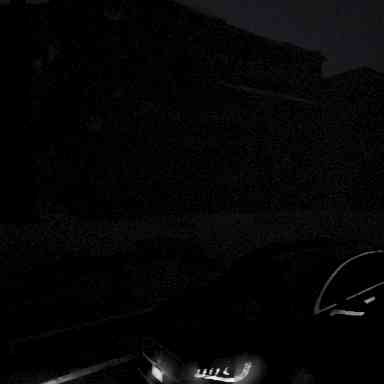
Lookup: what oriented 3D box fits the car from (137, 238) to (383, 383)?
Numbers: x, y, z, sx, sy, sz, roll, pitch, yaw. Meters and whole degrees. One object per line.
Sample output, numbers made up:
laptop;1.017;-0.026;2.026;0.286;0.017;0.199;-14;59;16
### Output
car;1.611;1.487;4.645;4.892;1.490;1.837;0;0;-37
